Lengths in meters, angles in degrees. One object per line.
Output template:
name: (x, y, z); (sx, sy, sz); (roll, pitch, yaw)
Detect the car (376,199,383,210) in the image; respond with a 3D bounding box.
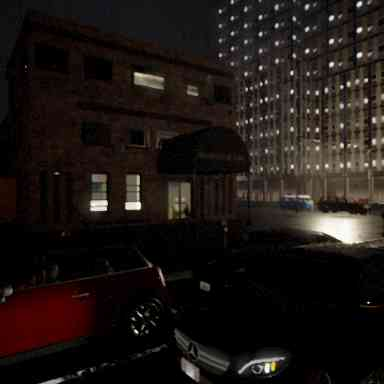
car: (21.831, 1.492, 37.868); (2.008, 1.369, 4.403); (0, 0, -35)

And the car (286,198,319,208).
car: (15.494, 1.507, 46.960); (1.802, 1.307, 4.206); (0, 0, -35)

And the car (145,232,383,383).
car: (1.877, 1.524, 4.696); (4.674, 1.442, 1.812); (0, 0, -36)

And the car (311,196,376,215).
car: (14.954, 1.303, 33.075); (2.192, 1.841, 5.009); (0, 0, -35)

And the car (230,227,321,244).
car: (2.039, 1.564, 8.090); (4.313, 1.339, 1.947); (0, 0, -35)

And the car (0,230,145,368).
car: (-2.425, 1.440, 4.837); (4.097, 1.590, 1.967); (0, 0, -35)

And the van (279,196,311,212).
van: (11.786, 1.321, 37.621); (1.690, 1.788, 3.998); (0, 0, -35)
